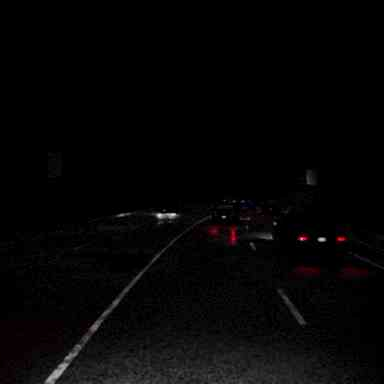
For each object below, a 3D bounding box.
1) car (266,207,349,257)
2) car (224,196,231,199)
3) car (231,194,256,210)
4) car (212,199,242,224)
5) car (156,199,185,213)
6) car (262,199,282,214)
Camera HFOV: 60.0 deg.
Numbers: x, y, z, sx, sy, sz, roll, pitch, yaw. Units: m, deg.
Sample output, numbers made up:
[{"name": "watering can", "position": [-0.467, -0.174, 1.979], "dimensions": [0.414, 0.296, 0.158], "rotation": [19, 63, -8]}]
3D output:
[{"name": "car", "position": [4.362, 1.557, 13.010], "dimensions": [2.033, 1.411, 5.357], "rotation": [0, 0, 6]}, {"name": "car", "position": [6.202, 1.359, 51.860], "dimensions": [2.097, 1.767, 4.553], "rotation": [0, 0, 20]}, {"name": "car", "position": [6.861, 1.237, 42.423], "dimensions": [2.150, 2.045, 5.566], "rotation": [0, 0, 17]}, {"name": "car", "position": [2.593, 1.530, 25.086], "dimensions": [1.812, 1.442, 4.674], "rotation": [0, 0, 10]}, {"name": "car", "position": [-2.206, 1.532, 36.888], "dimensions": [2.033, 1.411, 5.357], "rotation": [0, 0, 15]}, {"name": "car", "position": [8.315, 1.500, 34.763], "dimensions": [1.882, 1.535, 5.008], "rotation": [0, 0, 14]}]
